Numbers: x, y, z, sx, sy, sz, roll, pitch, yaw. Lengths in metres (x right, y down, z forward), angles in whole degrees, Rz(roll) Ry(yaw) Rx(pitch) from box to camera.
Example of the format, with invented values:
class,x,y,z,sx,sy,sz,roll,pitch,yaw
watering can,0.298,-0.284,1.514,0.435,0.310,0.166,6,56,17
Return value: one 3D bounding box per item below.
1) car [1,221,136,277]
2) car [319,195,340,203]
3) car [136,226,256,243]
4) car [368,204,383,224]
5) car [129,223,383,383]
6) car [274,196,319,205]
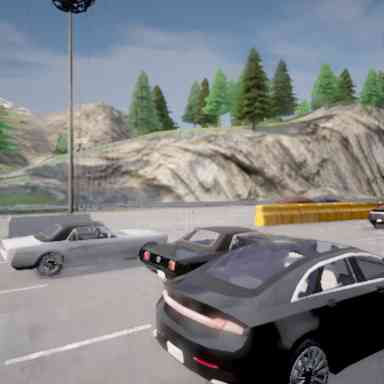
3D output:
class,x,y,z,sx,sy,sz,roll,pitch,yaw
car,-3.011,1.546,10.065,4.718,1.301,1.895,0,0,-34
car,18.104,1.179,45.456,4.674,1.442,1.812,0,0,-25
car,1.182,1.542,8.641,4.718,1.301,1.895,0,0,-33
car,12.260,1.331,19.075,4.902,1.511,2.128,0,0,-28
car,1.839,1.454,4.858,4.902,1.511,2.128,0,0,-34
car,11.846,1.194,38.634,5.008,1.535,1.882,0,0,-26
